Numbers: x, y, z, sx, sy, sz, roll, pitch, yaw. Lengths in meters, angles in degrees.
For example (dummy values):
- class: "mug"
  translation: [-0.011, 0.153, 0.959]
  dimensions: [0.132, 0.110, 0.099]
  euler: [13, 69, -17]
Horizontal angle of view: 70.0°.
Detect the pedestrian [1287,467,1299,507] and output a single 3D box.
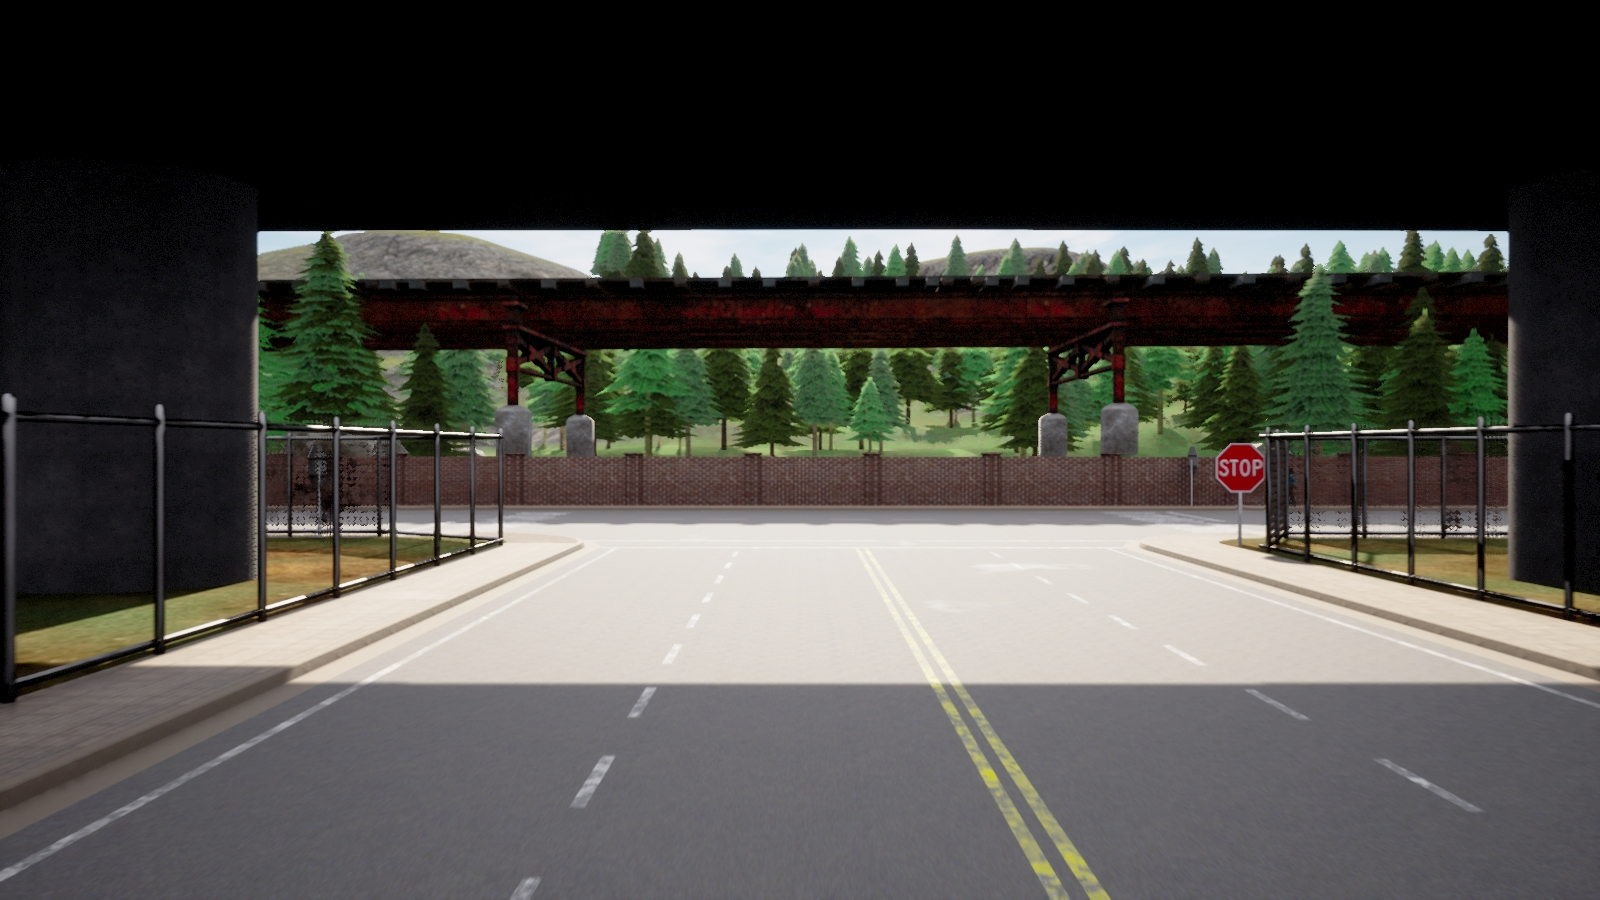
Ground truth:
- class: "pedestrian"
  translation: [22.723, 1.697, 52.692]
  dimensions: [0.375, 1.860, 0.375]
  euler: [0, 0, -2]
